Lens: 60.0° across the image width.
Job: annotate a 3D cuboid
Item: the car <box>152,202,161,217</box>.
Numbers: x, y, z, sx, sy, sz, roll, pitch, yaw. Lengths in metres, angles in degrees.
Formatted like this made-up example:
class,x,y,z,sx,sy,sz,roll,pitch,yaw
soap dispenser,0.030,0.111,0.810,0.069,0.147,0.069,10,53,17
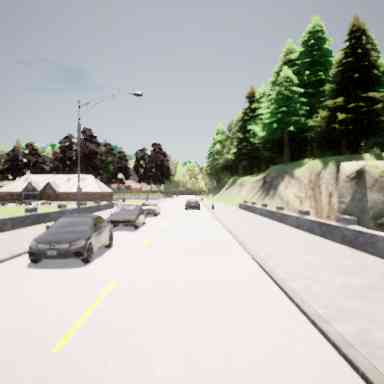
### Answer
class,x,y,z,sx,sy,sz,roll,pitch,yaw
car,-4.062,1.602,31.553,1.895,1.301,4.718,0,0,0

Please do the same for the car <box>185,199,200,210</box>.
class,x,y,z,sx,sy,sz,roll,pitch,yaw
car,0.050,1.566,43.625,1.994,1.385,4.181,0,0,-1

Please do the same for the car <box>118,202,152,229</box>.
class,x,y,z,sx,sy,sz,roll,pitch,yaw
car,-4.095,1.548,21.740,2.033,1.411,5.357,0,0,0

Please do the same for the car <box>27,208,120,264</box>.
class,x,y,z,sx,sy,sz,roll,pitch,yaw
car,-4.101,1.526,12.032,1.812,1.442,4.674,0,0,0
